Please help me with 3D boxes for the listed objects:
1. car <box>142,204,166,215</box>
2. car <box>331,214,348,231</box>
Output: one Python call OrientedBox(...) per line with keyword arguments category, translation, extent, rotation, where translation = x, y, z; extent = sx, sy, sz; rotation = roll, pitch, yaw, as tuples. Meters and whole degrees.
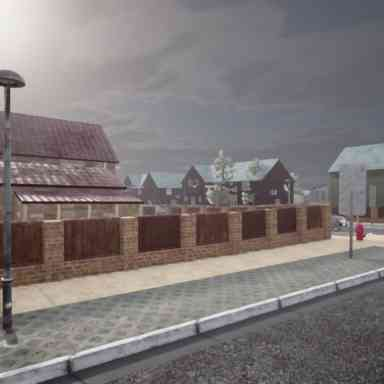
OrientedBox(category="car", translation=(-4.680, 2.269, 39.989), extent=(2.097, 1.767, 4.553), rotation=(1, -2, -36))
OrientedBox(category="car", translation=(7.954, 1.812, 22.566), extent=(2.128, 1.511, 4.902), rotation=(1, -2, -37))
